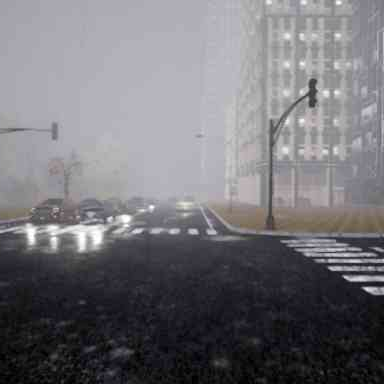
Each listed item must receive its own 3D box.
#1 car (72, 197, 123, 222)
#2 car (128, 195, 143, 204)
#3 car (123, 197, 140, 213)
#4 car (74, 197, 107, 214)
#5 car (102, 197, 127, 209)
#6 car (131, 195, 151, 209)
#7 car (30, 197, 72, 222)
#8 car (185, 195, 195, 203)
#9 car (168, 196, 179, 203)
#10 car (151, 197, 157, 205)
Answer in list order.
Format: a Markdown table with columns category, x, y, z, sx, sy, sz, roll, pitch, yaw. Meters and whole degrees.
| category | x | y | z | sx | sy | sz | roll | pitch | yaw |
| --- | --- | --- | --- | --- | --- | --- | --- | --- | --- |
| car | -6.987 | 1.384 | 25.312 | 2.128 | 1.511 | 4.902 | 1 | 0 | 0 |
| car | -10.181 | 1.332 | 60.171 | 1.837 | 1.490 | 4.892 | 1 | 0 | 0 |
| car | -7.003 | 1.480 | 34.533 | 1.895 | 1.301 | 4.718 | 1 | 0 | 0 |
| car | -10.251 | 1.327 | 34.073 | 1.882 | 1.535 | 5.008 | 1 | 0 | 0 |
| car | -10.246 | 1.384 | 44.476 | 2.033 | 1.411 | 5.357 | 1 | 0 | 0 |
| car | -6.997 | 1.345 | 43.696 | 1.882 | 1.535 | 5.008 | 1 | 0 | 0 |
| car | -10.245 | 1.215 | 24.965 | 2.097 | 1.767 | 4.553 | 1 | 0 | 0 |
| car | -0.429 | 1.383 | 66.627 | 1.882 | 1.535 | 5.008 | 1 | 0 | 0 |
| car | -3.680 | 1.439 | 66.441 | 1.994 | 1.385 | 4.181 | 1 | 0 | 0 |
| car | -6.954 | 1.457 | 54.570 | 1.895 | 1.301 | 4.718 | 1 | 0 | 1 |
